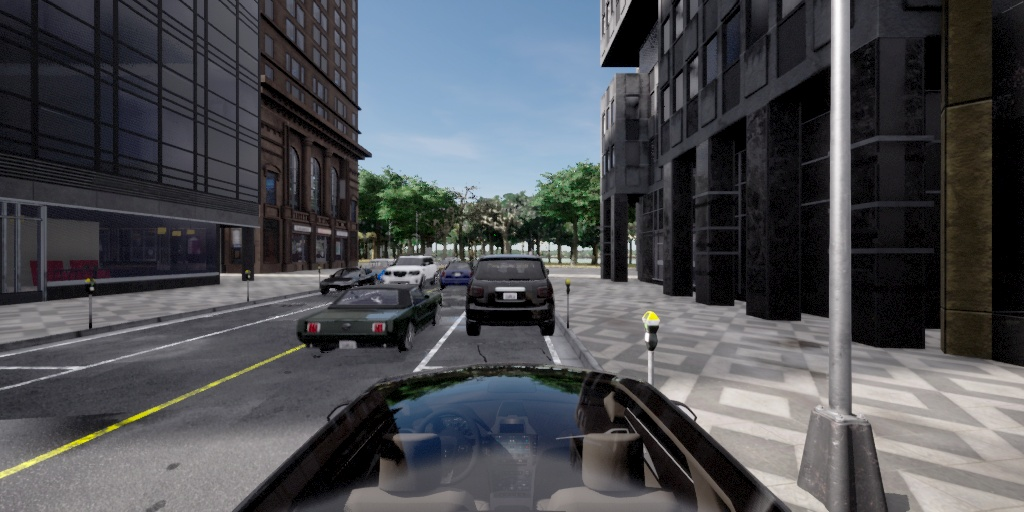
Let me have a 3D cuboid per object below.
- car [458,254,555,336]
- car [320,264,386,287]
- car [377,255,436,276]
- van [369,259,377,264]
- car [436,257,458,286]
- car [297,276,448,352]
[{"bbox_3d":[-0.039,0.970,10.530,2.150,2.045,5.566,0,0,0],"label":"car"},{"bbox_3d":[-8.908,1.317,19.986,1.948,1.339,4.313,0,0,0],"label":"car"},{"bbox_3d":[-6.247,0.973,22.617,2.150,2.045,5.566,0,0,0],"label":"car"},{"bbox_3d":[-8.908,1.093,25.423,1.690,1.789,3.998,0,0,0],"label":"van"},{"bbox_3d":[-3.146,1.103,22.797,2.097,1.767,4.553,0,0,0],"label":"car"},{"bbox_3d":[-3.033,1.351,8.852,1.895,1.301,4.718,0,0,0],"label":"car"}]
